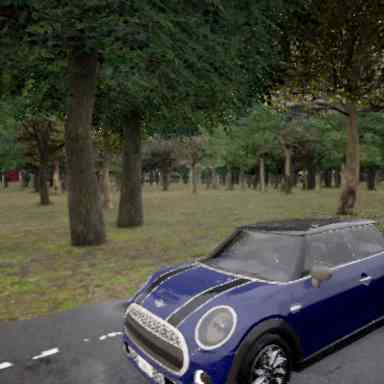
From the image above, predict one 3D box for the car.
[{"bbox_3d":[1.303,1.239,4.936,4.553,1.767,2.097,-2,1,-35],"label":"car"}]
